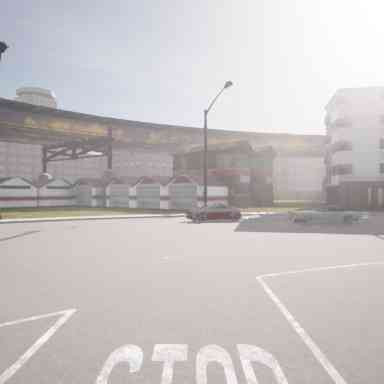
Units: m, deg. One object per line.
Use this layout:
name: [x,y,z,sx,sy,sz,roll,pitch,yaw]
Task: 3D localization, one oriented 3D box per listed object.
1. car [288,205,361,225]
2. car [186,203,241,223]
car: [9.359,1.601,23.773,4.718,1.301,1.895,0,0,-7]
car: [1.661,1.564,25.580,4.181,1.385,1.994,0,0,-17]
